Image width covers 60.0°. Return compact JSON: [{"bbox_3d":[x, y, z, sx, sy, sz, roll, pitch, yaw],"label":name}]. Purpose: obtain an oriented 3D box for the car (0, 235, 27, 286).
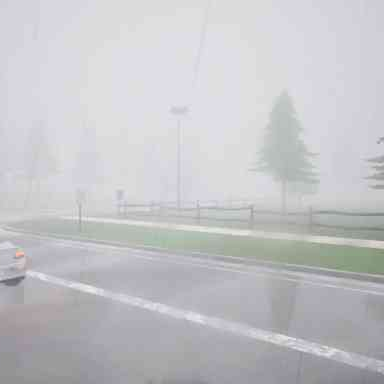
[{"bbox_3d":[-5.847,1.526,8.114,4.674,1.442,1.812,0,0,36],"label":"car"}]
